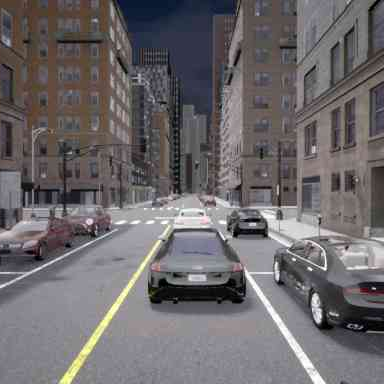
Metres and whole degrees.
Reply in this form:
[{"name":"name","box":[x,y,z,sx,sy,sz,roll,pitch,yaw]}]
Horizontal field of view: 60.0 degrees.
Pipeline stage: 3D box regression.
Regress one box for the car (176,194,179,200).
[{"name":"car","box":[-5.498,1.450,92.691,2.192,1.841,5.009,0,0,0]}]

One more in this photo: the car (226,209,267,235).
[{"name":"car","box":[2.869,1.565,17.721,1.947,1.339,4.313,0,0,0]}]

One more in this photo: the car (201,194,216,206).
[{"name":"car","box":[2.930,1.472,54.811,1.967,1.590,4.097,0,0,0]}]

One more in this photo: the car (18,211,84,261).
[{"name":"car","box":[-5.661,1.581,12.227,1.802,1.307,4.206,0,0,0]}]

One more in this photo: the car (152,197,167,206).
[{"name":"car","box":[-5.594,1.614,54.831,1.802,1.307,4.206,0,0,0]}]

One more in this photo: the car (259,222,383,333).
[{"name":"car","box":[2.860,1.550,6.719,2.008,1.369,4.403,0,0,0]}]

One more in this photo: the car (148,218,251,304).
[{"name":"car","box":[0.088,1.563,8.184,1.994,1.385,4.181,0,0,0]}]

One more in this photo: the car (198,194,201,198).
[{"name":"car","box":[2.986,1.518,76.447,1.967,1.590,4.097,0,0,0]}]

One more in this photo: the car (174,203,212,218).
[{"name":"car","box":[0.047,1.525,16.943,1.812,1.442,4.674,0,0,1]}]

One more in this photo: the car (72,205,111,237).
[{"name":"car","box":[-5.657,1.439,17.728,1.967,1.590,4.097,0,0,0]}]

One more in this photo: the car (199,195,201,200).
[{"name":"car","box":[2.959,1.602,65.629,2.008,1.369,4.403,0,0,0]}]

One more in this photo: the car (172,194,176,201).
[{"name":"car","box":[-5.525,1.619,81.703,1.752,1.417,4.829,0,0,0]}]

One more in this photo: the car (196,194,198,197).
[{"name":"car","box":[3.026,1.450,92.675,2.192,1.841,5.009,0,0,0]}]

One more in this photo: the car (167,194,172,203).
[{"name":"car","box":[-5.566,1.601,65.648,2.008,1.369,4.403,0,0,0]}]

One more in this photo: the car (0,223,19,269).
[{"name":"car","box":[-5.665,1.565,6.725,1.947,1.339,4.313,0,0,0]}]
